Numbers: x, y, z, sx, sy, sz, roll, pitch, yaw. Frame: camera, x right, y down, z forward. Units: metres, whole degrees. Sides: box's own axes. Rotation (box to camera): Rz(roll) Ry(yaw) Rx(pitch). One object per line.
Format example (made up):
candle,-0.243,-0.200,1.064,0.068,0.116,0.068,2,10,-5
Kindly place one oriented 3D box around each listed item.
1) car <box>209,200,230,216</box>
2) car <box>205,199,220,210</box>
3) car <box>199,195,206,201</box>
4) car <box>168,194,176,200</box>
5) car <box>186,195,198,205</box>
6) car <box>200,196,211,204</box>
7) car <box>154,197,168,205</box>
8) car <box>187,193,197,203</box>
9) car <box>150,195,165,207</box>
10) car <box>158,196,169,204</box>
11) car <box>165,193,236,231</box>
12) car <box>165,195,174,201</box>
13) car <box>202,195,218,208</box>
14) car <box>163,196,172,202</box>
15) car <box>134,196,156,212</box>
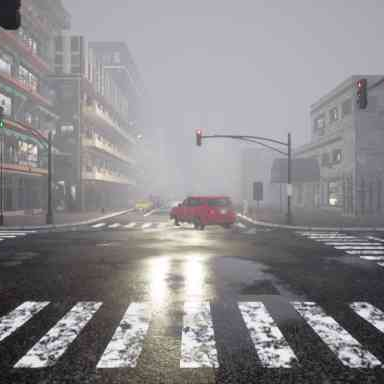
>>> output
car,2.691,1.543,34.001,1.752,1.417,4.829,0,0,0
car,2.690,1.609,44.909,1.802,1.307,4.206,0,0,0
car,2.687,1.628,89.393,1.752,1.417,4.829,0,0,0
car,-5.694,1.430,94.762,2.192,1.841,5.009,0,0,0
car,-0.004,1.400,60.607,2.097,1.767,4.553,0,0,0
car,2.688,1.609,67.066,2.008,1.369,4.403,0,0,0
car,-5.692,1.600,61.526,2.008,1.369,4.403,0,0,0
car,-0.004,1.179,70.670,2.150,2.045,5.566,0,0,0
car,-5.690,1.349,50.448,2.192,1.841,5.009,0,0,0
car,-5.692,1.584,66.895,1.752,1.417,4.829,0,0,0
car,0.568,1.243,21.085,2.150,2.045,5.566,-2,1,-27
car,-5.693,1.530,83.683,1.967,1.590,4.097,0,0,0
car,2.690,1.349,50.449,2.192,1.841,5.009,0,0,0
car,-5.693,1.624,78.144,1.887,1.381,4.507,0,0,0
car,-5.691,1.547,39.199,1.752,1.417,4.829,0,0,0
